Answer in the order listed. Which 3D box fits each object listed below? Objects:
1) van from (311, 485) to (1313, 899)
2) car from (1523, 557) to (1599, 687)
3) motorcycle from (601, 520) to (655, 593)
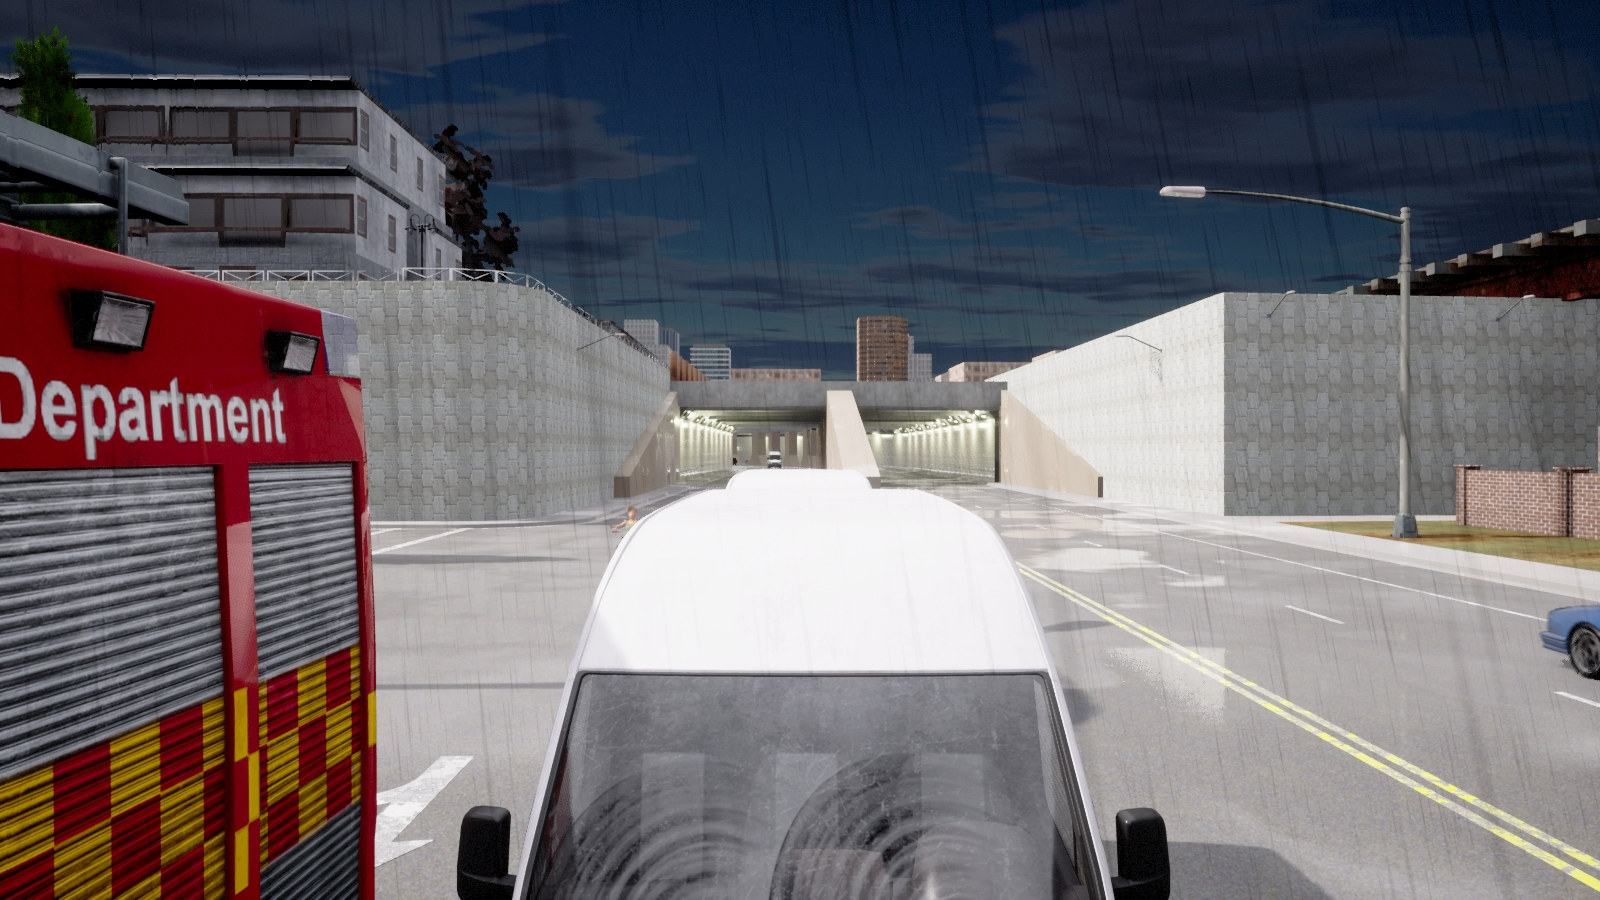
[{"bbox_3d":[0.047,1.534,5.226,1.988,2.561,5.915,0,0,1],"label":"van"},{"bbox_3d":[10.491,2.106,12.294,2.033,1.411,5.357,0,0,0],"label":"car"},{"bbox_3d":[-3.524,2.170,23.632,0.764,1.277,2.356,0,0,0],"label":"motorcycle"}]
